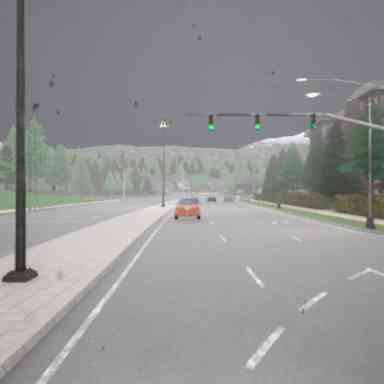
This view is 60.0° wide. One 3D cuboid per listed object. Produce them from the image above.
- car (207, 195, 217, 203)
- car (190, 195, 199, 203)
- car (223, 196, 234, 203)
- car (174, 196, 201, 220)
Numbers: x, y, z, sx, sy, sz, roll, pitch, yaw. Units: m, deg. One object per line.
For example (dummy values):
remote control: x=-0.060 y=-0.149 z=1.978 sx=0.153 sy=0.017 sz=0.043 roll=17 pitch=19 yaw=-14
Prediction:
car: x=4.092 y=1.412 z=69.334 sx=1.882 sy=1.535 sz=5.008 roll=0 pitch=0 yaw=1
car: x=0.585 y=1.461 z=69.083 sx=1.812 sy=1.442 sz=4.674 roll=0 pitch=0 yaw=1
car: x=7.591 y=1.472 z=69.246 sx=2.033 sy=1.411 sz=5.357 roll=0 pitch=0 yaw=1
car: x=-0.339 y=1.327 z=28.090 sx=2.097 sy=1.767 sz=4.553 roll=0 pitch=0 yaw=0
